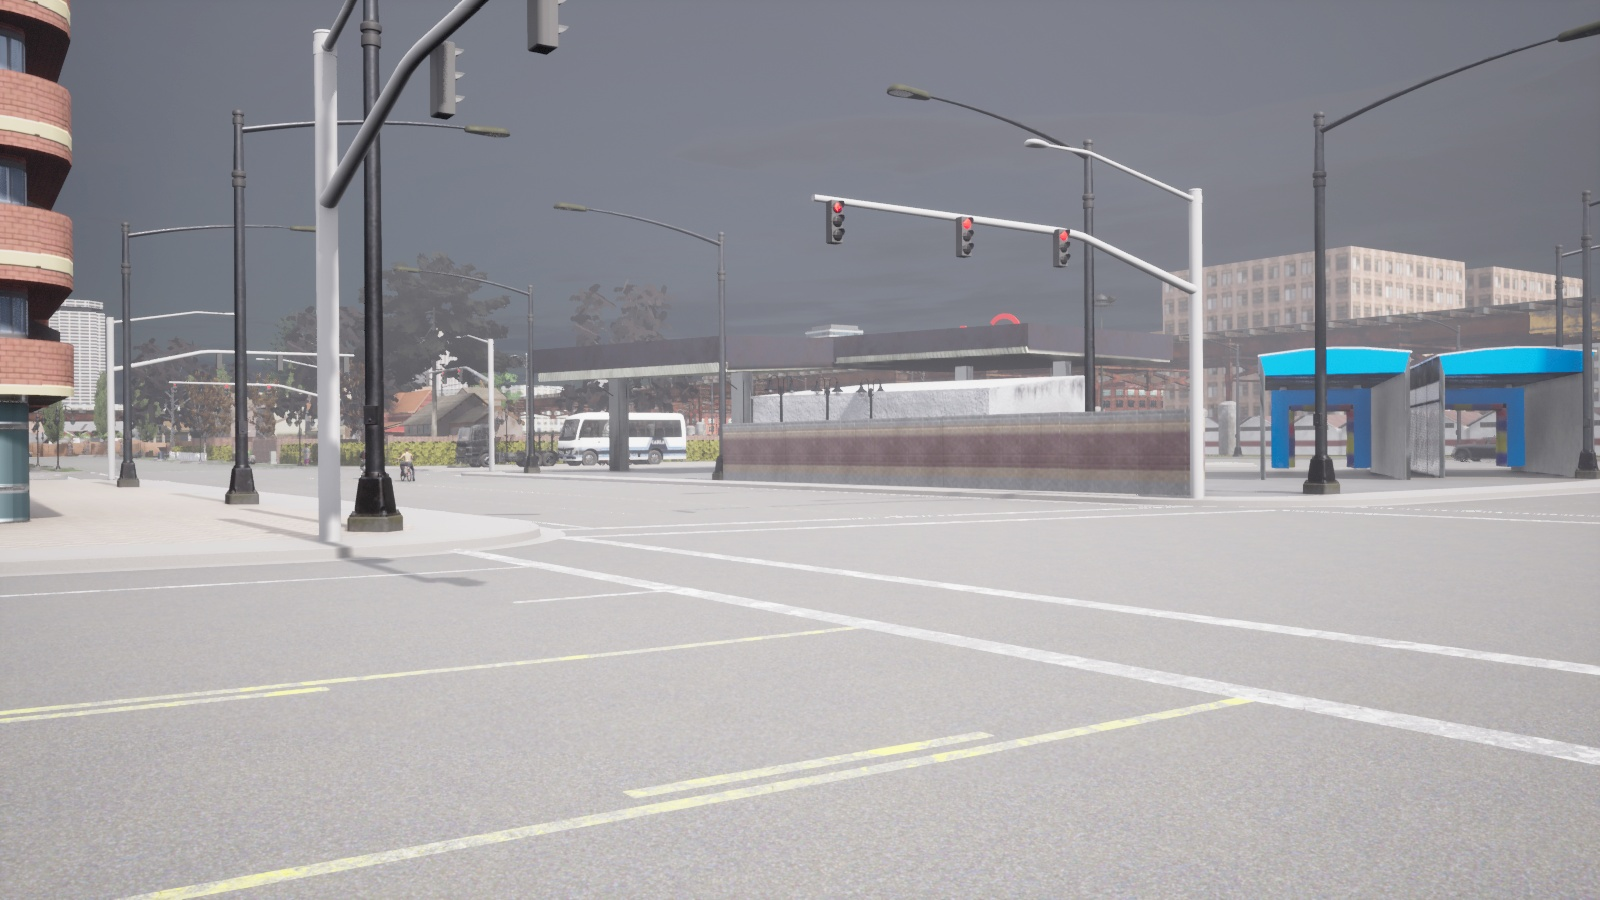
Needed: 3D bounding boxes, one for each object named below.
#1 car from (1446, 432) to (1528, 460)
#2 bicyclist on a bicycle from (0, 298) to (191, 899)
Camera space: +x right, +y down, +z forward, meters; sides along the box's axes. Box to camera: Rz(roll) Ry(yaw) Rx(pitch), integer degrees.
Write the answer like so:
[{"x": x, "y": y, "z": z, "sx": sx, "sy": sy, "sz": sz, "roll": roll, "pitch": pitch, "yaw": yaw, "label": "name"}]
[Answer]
[{"x": 47.324, "y": -0.267, "z": 86.589, "sx": 1.932, "sy": 1.855, "sz": 4.605, "roll": 1, "pitch": -1, "yaw": -34, "label": "car"}, {"x": -2.100, "y": 0.623, "z": 2.117, "sx": 1.843, "sy": 1.776, "sz": 0.659, "roll": 0, "pitch": 0, "yaw": -36, "label": "bicyclist on a bicycle"}]
